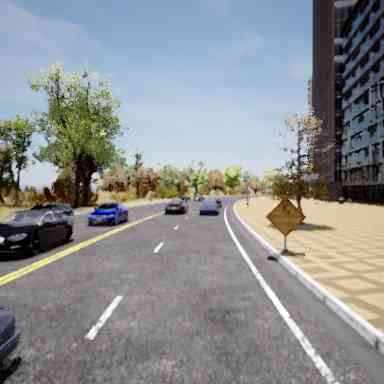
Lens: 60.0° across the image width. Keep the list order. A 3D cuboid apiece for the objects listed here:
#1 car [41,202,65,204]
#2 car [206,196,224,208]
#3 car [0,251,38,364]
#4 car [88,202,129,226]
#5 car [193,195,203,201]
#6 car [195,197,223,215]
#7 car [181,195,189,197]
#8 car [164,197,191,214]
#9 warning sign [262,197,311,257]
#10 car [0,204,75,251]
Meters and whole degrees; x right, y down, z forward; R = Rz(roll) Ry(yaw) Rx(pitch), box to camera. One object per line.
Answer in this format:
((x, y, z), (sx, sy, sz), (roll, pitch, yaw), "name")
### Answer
((-9.103, 1.452, 21.140), (1.837, 1.490, 4.892), (0, 0, 4), "car")
((3.271, 1.397, 46.861), (2.128, 1.511, 4.902), (0, 0, 8), "car")
((-3.128, 1.541, 1.798), (2.033, 1.411, 5.357), (0, 0, 1), "car")
((-5.704, 1.471, 23.298), (1.812, 1.442, 4.674), (0, 0, 4), "car")
((1.489, 1.335, 75.174), (2.128, 1.511, 4.902), (0, 0, 11), "car")
((1.750, 1.480, 33.123), (2.033, 1.411, 5.357), (0, 0, 6), "car")
((-1.690, 1.396, 75.843), (1.895, 1.301, 4.718), (0, 0, 11), "car")
((-1.535, 1.492, 33.897), (1.994, 1.385, 4.181), (0, 0, 6), "car")
((3.055, 1.094, 10.885), (1.300, 1.860, 1.060), (0, 0, 2), "warning sign")
((-6.274, 1.458, 13.034), (2.128, 1.511, 4.902), (0, 0, 2), "car")
